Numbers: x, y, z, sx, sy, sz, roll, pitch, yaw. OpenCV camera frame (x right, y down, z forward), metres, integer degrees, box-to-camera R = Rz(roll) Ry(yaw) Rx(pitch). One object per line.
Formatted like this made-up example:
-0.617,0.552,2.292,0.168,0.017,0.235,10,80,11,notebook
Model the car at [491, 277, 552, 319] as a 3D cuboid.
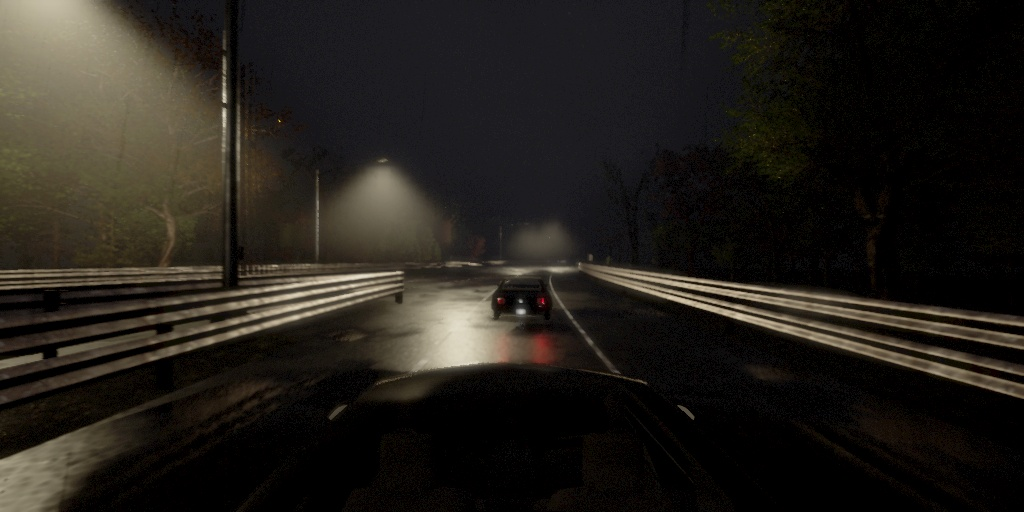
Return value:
0.378,1.401,13.059,1.895,1.301,4.718,0,0,3,car
